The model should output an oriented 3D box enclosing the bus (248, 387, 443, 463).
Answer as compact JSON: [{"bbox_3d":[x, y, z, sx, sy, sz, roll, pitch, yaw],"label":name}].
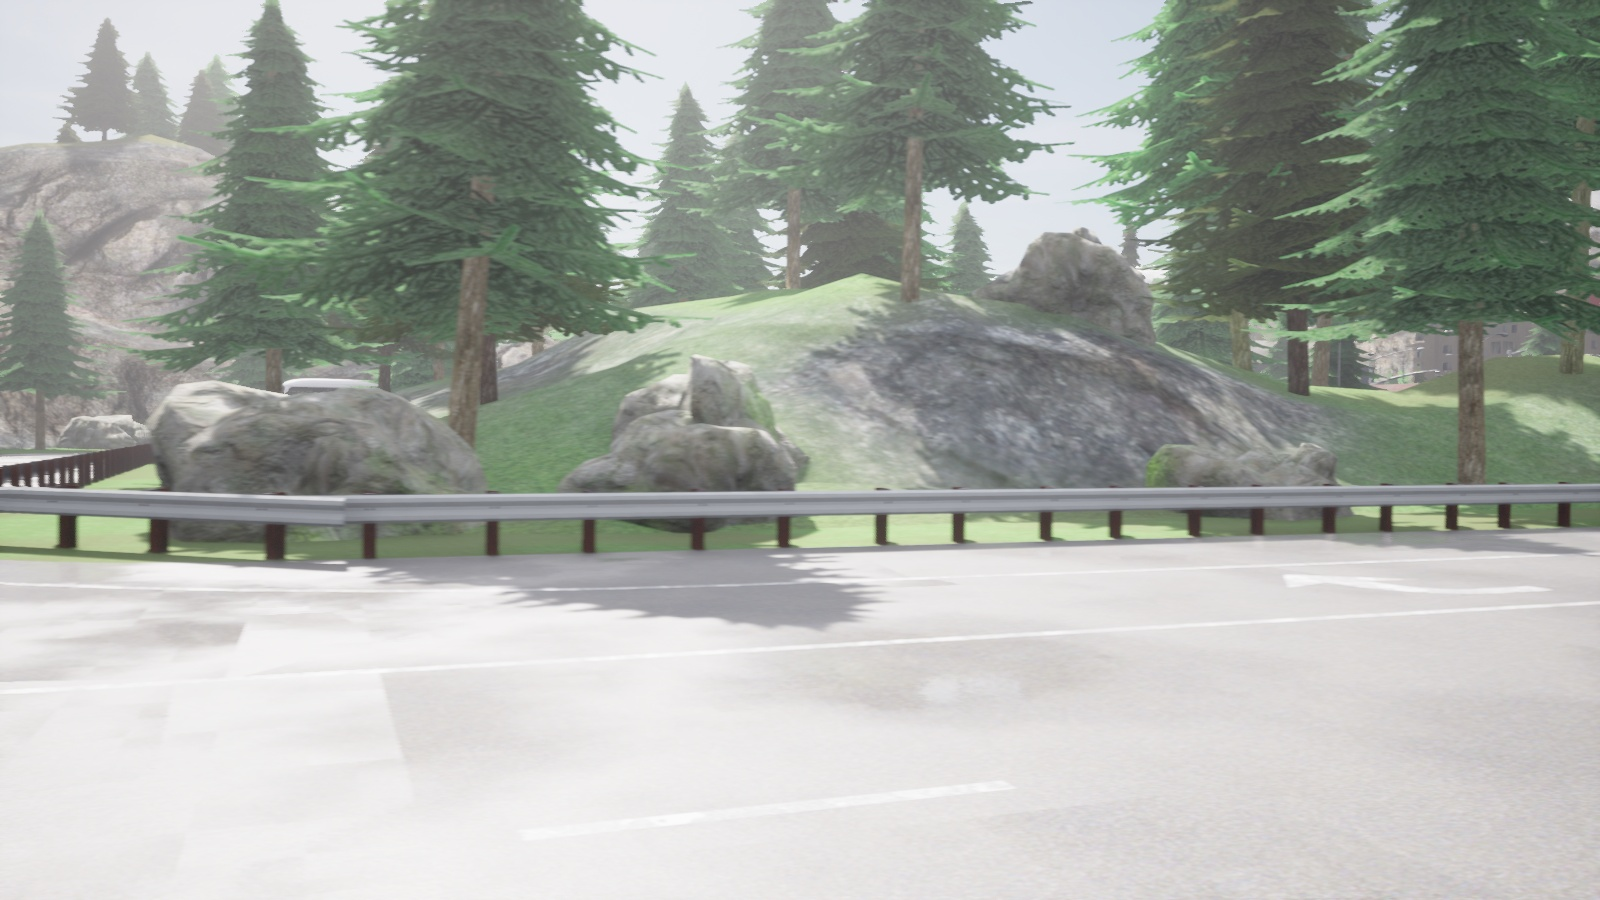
[{"bbox_3d":[-27.093,-1.515,75.076,10.273,4.253,3.944,-1,1,-32],"label":"bus"}]
